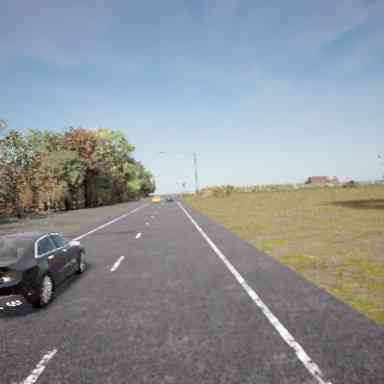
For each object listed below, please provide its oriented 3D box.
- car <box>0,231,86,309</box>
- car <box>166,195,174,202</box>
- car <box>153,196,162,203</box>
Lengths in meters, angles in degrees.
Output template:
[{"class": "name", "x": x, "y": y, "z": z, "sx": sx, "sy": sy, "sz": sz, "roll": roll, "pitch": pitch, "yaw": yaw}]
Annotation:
[{"class": "car", "x": -4.109, "y": 1.767, "z": 8.425, "sx": 1.837, "sy": 1.490, "sz": 4.892, "roll": -4, "pitch": 0, "yaw": -4}, {"class": "car", "x": -5.748, "y": 1.773, "z": 87.082, "sx": 2.128, "sy": 1.511, "sz": 4.902, "roll": -4, "pitch": 0, "yaw": -4}, {"class": "car", "x": -9.210, "y": 1.952, "z": 86.472, "sx": 1.882, "sy": 1.535, "sz": 5.008, "roll": -4, "pitch": 0, "yaw": -4}]
